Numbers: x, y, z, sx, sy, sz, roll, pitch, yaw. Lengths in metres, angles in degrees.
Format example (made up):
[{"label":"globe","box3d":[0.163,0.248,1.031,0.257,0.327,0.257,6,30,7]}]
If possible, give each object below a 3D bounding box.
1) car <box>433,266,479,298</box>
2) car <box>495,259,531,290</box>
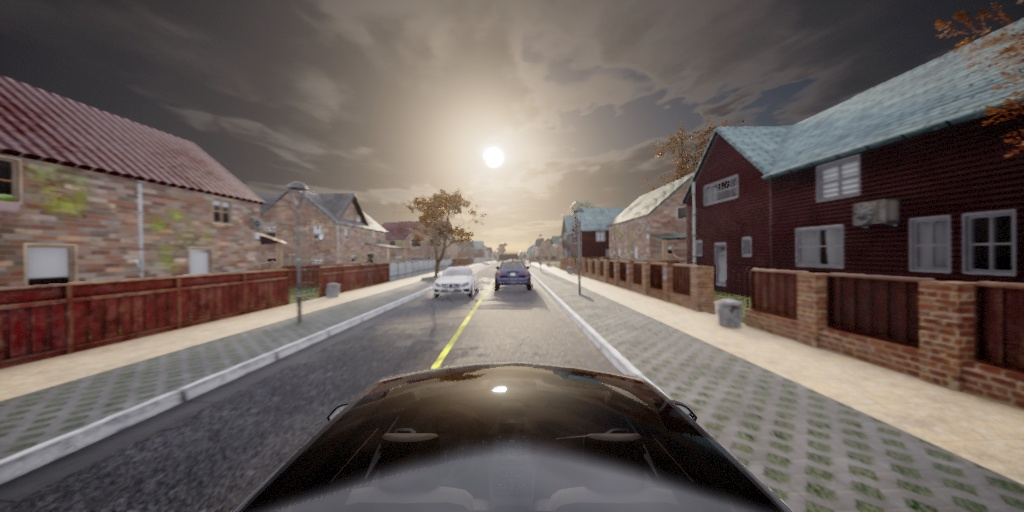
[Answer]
[{"label":"car","box3d":[-2.778,1.249,18.535,1.812,1.442,4.674,-1,0,0]},{"label":"car","box3d":[0.053,1.023,22.031,2.097,1.767,4.553,-1,0,0]}]
